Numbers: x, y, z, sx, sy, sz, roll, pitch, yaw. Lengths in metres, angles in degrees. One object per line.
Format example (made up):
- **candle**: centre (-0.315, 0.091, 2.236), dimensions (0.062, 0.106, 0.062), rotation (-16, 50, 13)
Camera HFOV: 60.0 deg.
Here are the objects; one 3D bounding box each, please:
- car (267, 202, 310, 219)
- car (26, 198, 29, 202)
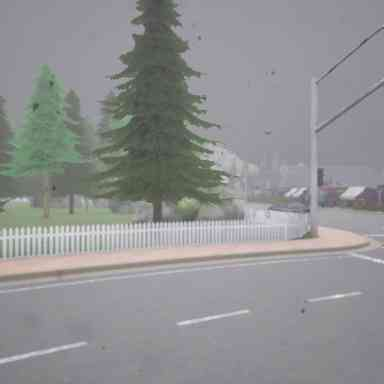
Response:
- **car**: centre (8.651, 1.743, 30.898), dimensions (1.994, 1.385, 4.181), rotation (0, 0, -14)
- **car**: centre (-37.718, 1.533, 80.605), dimensions (5.008, 1.535, 1.882), rotation (0, 0, -13)
